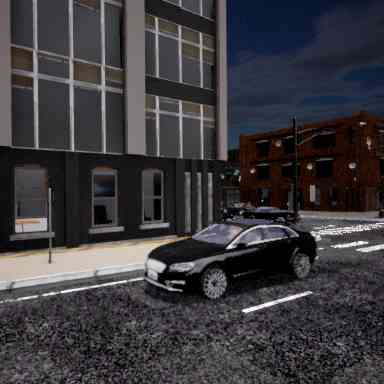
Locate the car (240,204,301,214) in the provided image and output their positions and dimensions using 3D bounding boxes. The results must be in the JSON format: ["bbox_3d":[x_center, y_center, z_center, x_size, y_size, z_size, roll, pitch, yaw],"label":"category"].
[{"bbox_3d":[6.417,1.875,26.684,1.895,1.301,4.718,-1,0,-37],"label":"car"}]

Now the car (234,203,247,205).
[{"bbox_3d":[5.263,1.920,38.109,2.008,1.369,4.403,-2,0,-37],"label":"car"}]

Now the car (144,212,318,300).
[{"bbox_3d":[1.169,1.490,8.460,4.902,1.511,2.128,0,0,-35],"label":"car"}]

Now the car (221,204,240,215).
[{"bbox_3d":[1.636,1.935,28.516,1.947,1.339,4.313,-2,0,-37],"label":"car"}]
